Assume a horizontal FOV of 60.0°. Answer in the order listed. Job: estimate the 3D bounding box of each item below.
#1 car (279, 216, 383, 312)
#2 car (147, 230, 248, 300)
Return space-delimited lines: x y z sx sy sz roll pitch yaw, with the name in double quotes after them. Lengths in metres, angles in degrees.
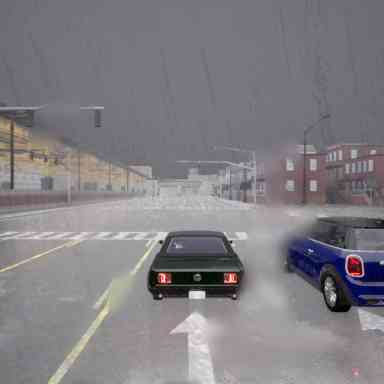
3.599 1.352 7.861 2.097 1.767 4.553 0 0 -1 "car"
0.100 1.601 8.317 1.895 1.301 4.718 0 0 0 "car"
